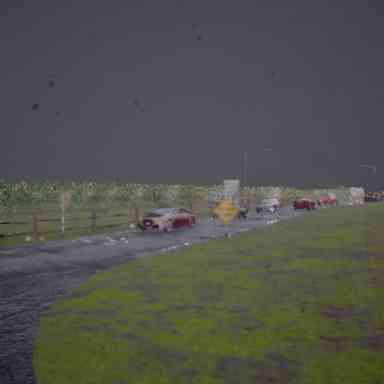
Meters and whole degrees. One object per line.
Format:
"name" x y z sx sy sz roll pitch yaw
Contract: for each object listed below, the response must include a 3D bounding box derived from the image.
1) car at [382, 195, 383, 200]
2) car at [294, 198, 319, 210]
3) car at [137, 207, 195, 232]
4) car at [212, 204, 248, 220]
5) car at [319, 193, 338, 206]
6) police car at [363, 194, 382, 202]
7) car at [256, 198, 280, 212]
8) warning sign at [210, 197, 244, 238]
"car" 46.992 1.363 80.265 4.892 1.490 1.837 0 0 -40
"car" 14.893 1.517 43.796 1.882 1.535 5.008 0 0 31
"car" -1.548 1.658 21.055 1.994 1.385 4.181 0 0 31
"car" 3.437 1.641 29.537 1.994 1.385 4.181 0 0 30
"car" 22.796 1.229 55.615 2.150 2.045 5.566 0 0 37
"police car" 39.717 1.335 73.792 5.238 1.638 1.930 0 0 -44
"car" 9.041 1.559 39.469 1.837 1.490 4.892 0 1 30
"warning sign" 1.684 1.201 16.071 1.300 1.860 1.060 0 0 31
